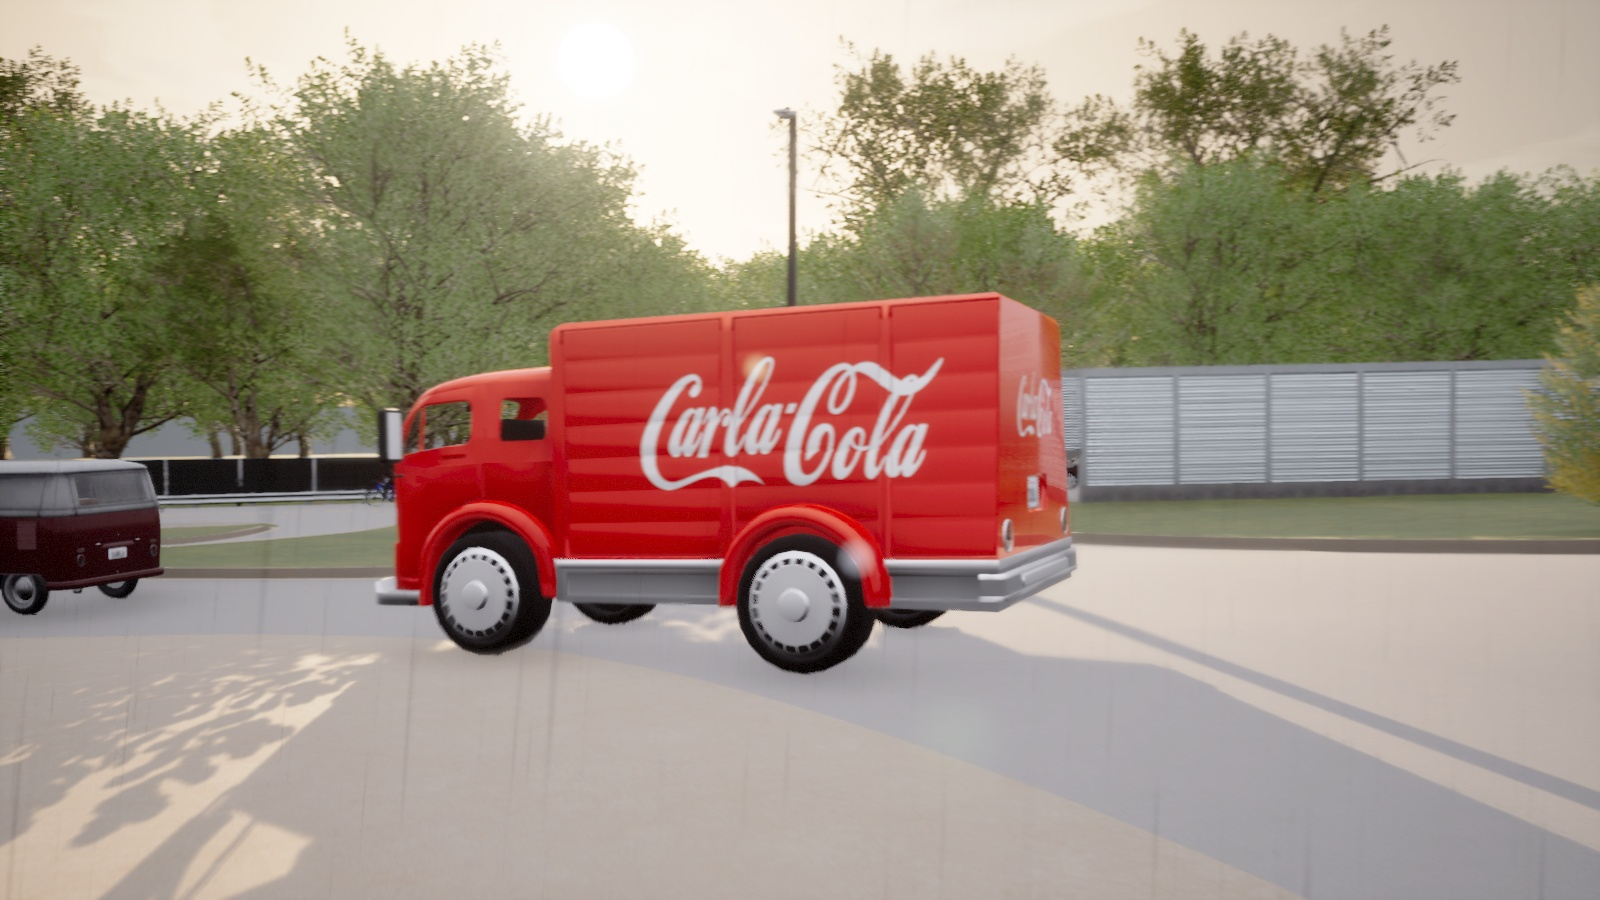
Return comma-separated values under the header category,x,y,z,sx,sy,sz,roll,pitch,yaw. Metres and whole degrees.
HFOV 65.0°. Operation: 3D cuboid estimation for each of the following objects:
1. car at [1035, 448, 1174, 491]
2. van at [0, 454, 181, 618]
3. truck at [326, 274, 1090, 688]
category,x,y,z,sx,sy,sz,roll,pitch,yaw
car,11.767,0.730,48.633,4.892,1.490,1.837,-1,2,-3
van,-10.970,1.099,17.148,4.442,1.987,1.775,-1,2,17
truck,-0.662,0.263,9.723,5.204,2.467,2.627,-2,-1,23
